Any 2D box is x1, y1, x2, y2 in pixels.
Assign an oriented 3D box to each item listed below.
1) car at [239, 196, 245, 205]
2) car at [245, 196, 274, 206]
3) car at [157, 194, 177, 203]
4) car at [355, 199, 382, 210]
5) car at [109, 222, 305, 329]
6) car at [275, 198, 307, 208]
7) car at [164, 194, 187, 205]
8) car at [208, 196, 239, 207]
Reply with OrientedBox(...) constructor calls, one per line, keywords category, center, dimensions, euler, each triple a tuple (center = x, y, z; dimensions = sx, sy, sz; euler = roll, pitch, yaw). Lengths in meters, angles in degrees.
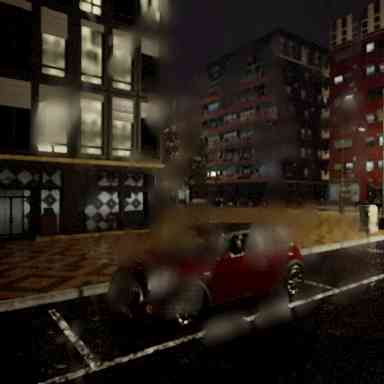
OrientedBox(category="car", center=(7.517, 1.395, 55.695), dimensions=(1.967, 1.590, 4.097), euler=(0, 0, -35))
OrientedBox(category="car", center=(10.783, 1.469, 51.059), dimensions=(1.887, 1.381, 4.507), euler=(0, 0, -35))
OrientedBox(category="car", center=(-5.543, 1.393, 74.242), dimensions=(2.192, 1.841, 5.009), euler=(0, 0, -35))
OrientedBox(category="car", center=(20.578, 1.399, 37.150), dimensions=(1.947, 1.339, 4.313), euler=(0, 0, -35))
OrientedBox(category="car", center=(0.413, 1.405, 6.829), dimensions=(4.097, 1.590, 1.967), euler=(-1, 1, -35))
OrientedBox(category="car", center=(14.048, 1.475, 46.422), dimensions=(1.802, 1.307, 4.206), euler=(0, 0, -35))
OrientedBox(category="car", center=(-2.602, 1.474, 55.510), dimensions=(1.887, 1.381, 4.507), euler=(0, 0, -35))
OrientedBox(category="car", center=(3.928, 1.419, 46.238), dimensions=(2.008, 1.369, 4.403), euler=(0, 0, -35))
